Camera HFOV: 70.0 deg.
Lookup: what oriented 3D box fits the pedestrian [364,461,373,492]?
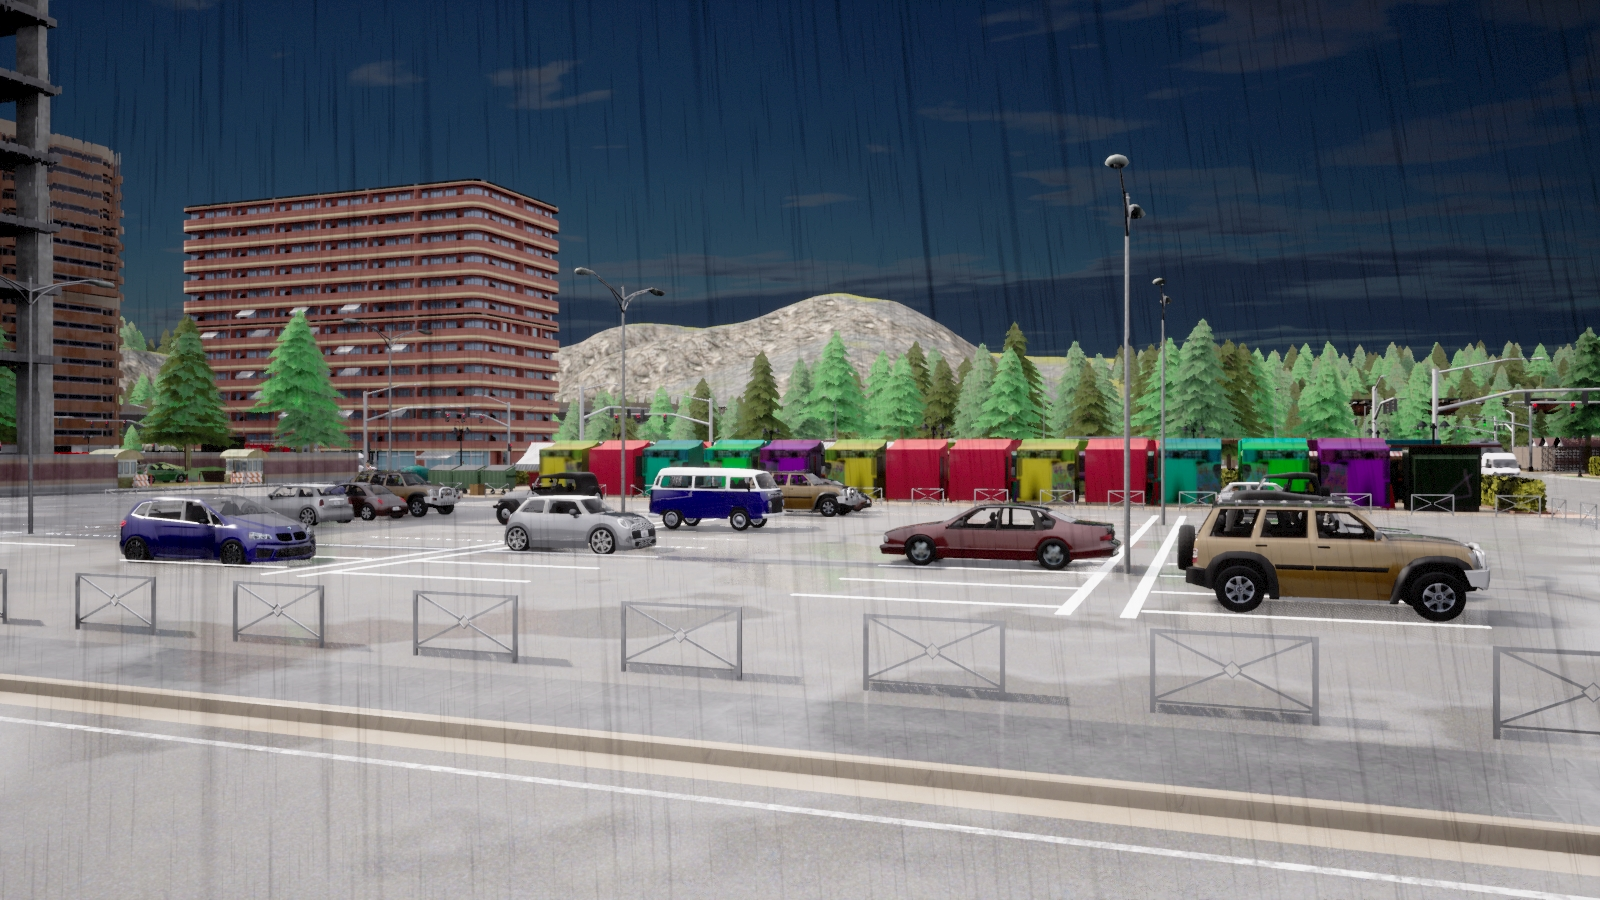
[{"bbox_3d":[-26.720,1.643,70.782,0.375,1.860,0.375,0,0,19],"label":"pedestrian"}]
